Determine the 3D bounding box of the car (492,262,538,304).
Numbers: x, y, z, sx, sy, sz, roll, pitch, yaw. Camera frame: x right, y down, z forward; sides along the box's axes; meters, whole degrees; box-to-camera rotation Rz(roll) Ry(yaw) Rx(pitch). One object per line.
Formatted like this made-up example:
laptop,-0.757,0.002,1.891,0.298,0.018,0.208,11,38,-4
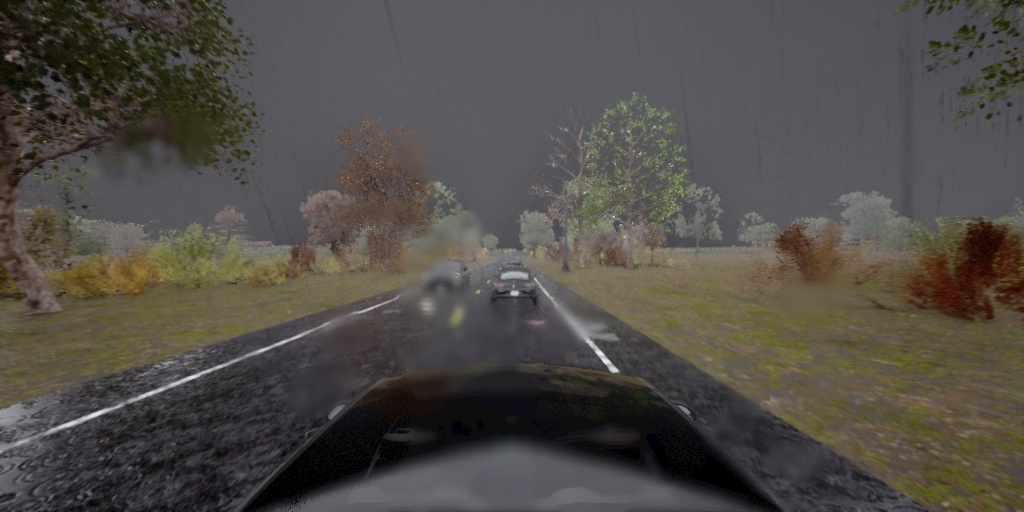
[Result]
car,0.118,1.185,15.585,1.812,1.442,4.674,0,1,0

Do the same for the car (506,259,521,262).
car,0.175,1.021,34.207,2.128,1.511,4.902,0,0,0

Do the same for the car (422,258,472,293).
car,-3.459,0.996,19.759,2.097,1.767,4.553,0,0,0
